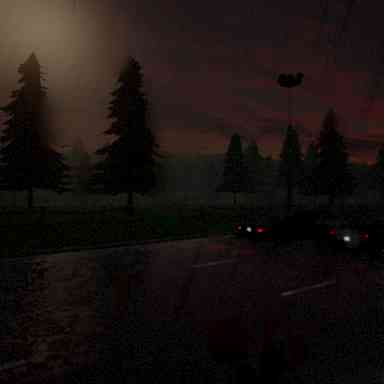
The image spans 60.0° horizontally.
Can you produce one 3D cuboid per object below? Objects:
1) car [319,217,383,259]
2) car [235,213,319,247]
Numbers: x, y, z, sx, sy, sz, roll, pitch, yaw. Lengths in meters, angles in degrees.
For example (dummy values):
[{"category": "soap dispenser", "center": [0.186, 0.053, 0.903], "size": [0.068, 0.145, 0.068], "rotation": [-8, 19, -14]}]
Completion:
[{"category": "car", "center": [7.350, 1.711, 13.391], "size": [4.181, 1.385, 1.994], "rotation": [1, 0, -35]}, {"category": "car", "center": [4.491, 1.683, 15.666], "size": [5.357, 1.411, 2.033], "rotation": [1, 0, -35]}]
